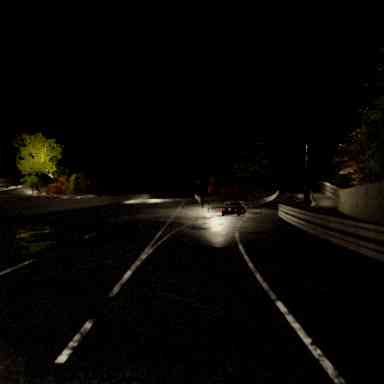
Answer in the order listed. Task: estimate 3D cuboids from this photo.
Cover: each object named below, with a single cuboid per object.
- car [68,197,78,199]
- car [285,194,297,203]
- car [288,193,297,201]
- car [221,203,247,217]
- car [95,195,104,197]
[{"bbox_3d":[-21.027,1.601,58.763,1.895,1.301,4.718,0,0,1],"label":"car"},{"bbox_3d":[22.799,1.675,77.180,2.097,1.767,4.553,0,3,20],"label":"car"},{"bbox_3d":[26.305,1.245,86.692,2.128,1.511,4.902,0,4,19],"label":"car"},{"bbox_3d":[4.455,1.830,34.909,2.033,1.411,5.357,0,-1,18],"label":"car"},{"bbox_3d":[-21.014,1.514,74.932,1.837,1.490,4.892,0,0,0],"label":"car"}]
